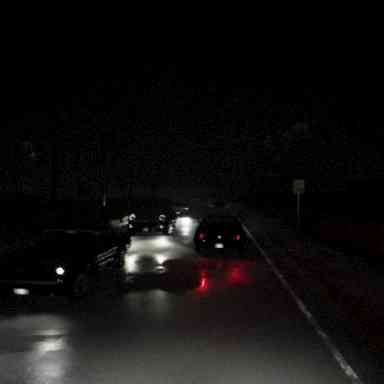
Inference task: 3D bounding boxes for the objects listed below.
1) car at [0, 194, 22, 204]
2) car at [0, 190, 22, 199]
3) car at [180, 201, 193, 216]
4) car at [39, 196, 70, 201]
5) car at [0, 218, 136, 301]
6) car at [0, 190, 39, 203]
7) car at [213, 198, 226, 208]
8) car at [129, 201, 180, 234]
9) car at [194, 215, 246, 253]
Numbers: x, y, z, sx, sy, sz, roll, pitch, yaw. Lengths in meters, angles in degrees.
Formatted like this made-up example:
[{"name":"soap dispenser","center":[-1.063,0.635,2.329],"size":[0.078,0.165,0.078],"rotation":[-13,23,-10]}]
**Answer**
[{"name":"car","center":[-18.524,1.206,30.871],"size":[2.128,1.511,4.902],"rotation":[1,0,5]},{"name":"car","center":[-41.302,0.590,75.685],"size":[2.150,2.045,5.566],"rotation":[1,0,4]},{"name":"car","center":[-1.045,1.588,32.351],"size":[1.895,1.301,4.718],"rotation":[1,0,5]},{"name":"car","center":[-17.486,1.258,43.356],"size":[1.812,1.442,4.674],"rotation":[1,0,5]},{"name":"car","center":[-3.018,1.555,8.416],"size":[1.895,1.301,4.718],"rotation":[1,0,5]},{"name":"car","center":[-22.530,0.964,44.322],"size":[4.605,1.855,1.932],"rotation":[1,0,4]},{"name":"car","center":[4.185,1.634,51.292],"size":[1.994,1.385,4.181],"rotation":[1,0,5]},{"name":"car","center":[-2.150,1.320,19.011],"size":[2.097,1.767,4.553],"rotation":[1,0,5]},{"name":"car","center":[1.157,1.620,13.995],"size":[1.895,1.301,4.718],"rotation":[1,0,5]}]
